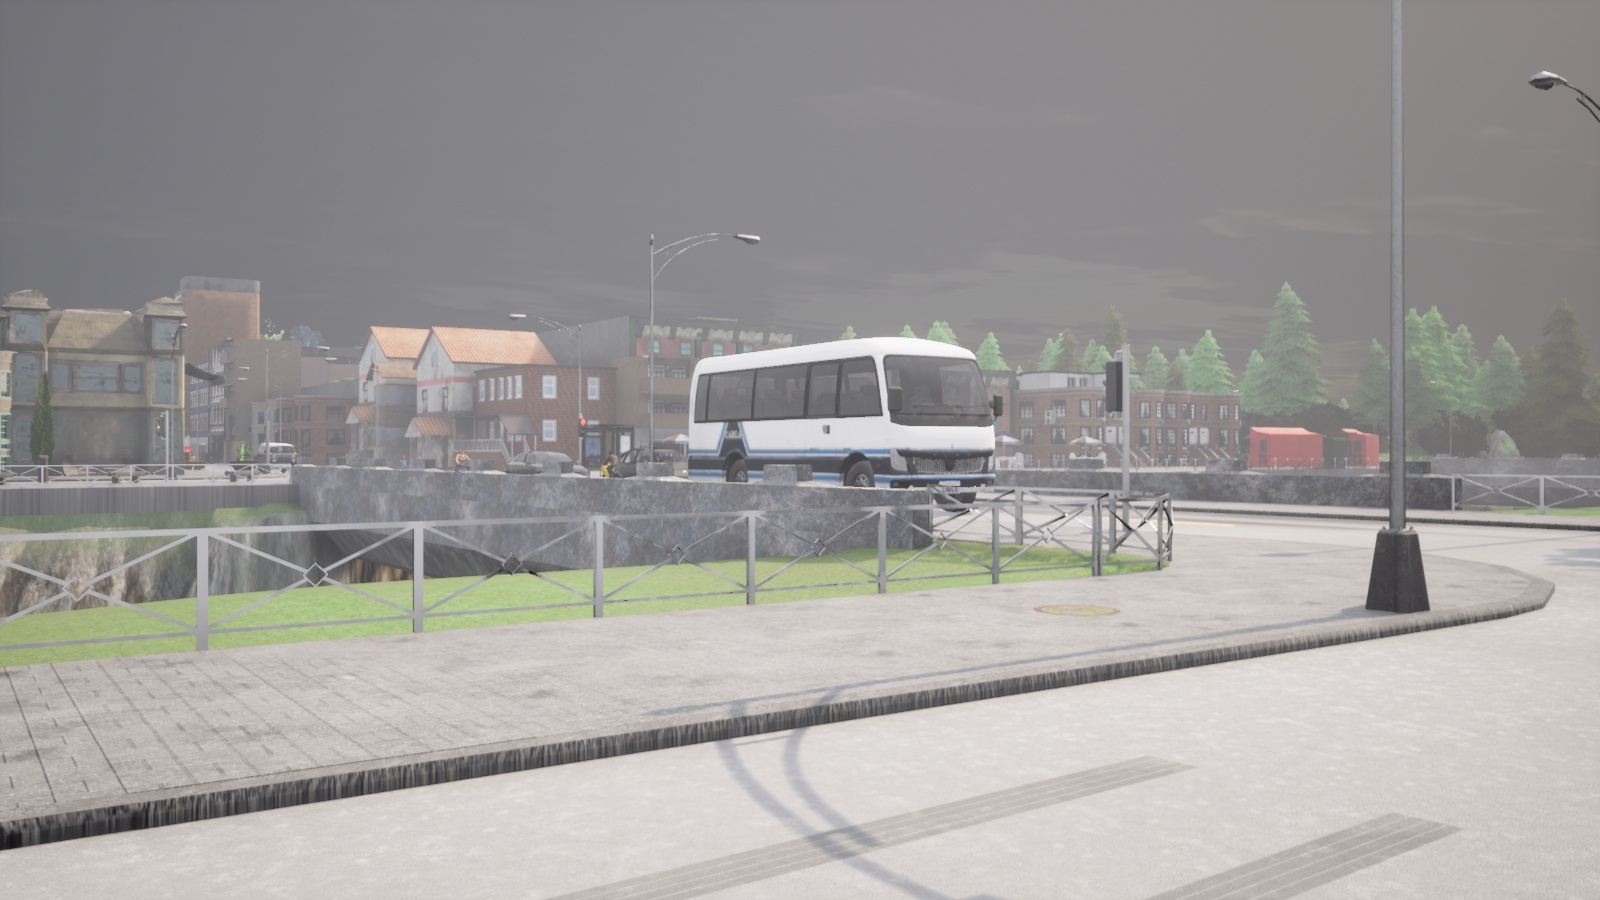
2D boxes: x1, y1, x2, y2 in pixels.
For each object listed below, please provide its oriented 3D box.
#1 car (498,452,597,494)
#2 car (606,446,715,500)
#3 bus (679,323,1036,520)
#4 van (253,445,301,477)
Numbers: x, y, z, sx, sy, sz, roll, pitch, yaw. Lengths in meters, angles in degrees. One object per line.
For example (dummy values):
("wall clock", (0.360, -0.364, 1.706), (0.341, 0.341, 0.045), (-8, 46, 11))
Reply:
("car", (-9.614, 0.842, 47.507), (1.837, 1.490, 4.892), (0, 0, -36))
("car", (-4.536, 0.707, 40.350), (1.851, 1.617, 3.988), (0, 0, -33))
("bus", (1.025, -0.599, 32.417), (3.944, 4.253, 10.273), (0, 0, -33))
("van", (-34.933, 0.697, 83.848), (2.069, 2.038, 4.480), (0, 1, -35))
